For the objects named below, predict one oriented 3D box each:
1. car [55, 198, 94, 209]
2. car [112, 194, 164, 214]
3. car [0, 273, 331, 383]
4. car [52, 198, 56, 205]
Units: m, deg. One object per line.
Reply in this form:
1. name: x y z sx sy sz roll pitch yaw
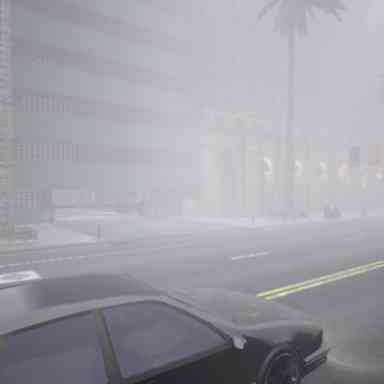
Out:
1. car: -17.245 1.750 49.455 4.718 1.301 1.895 0 0 -37
2. car: -5.528 1.215 35.119 5.566 2.045 2.435 0 0 -37
3. car: -0.943 1.567 3.147 5.357 1.411 2.033 0 0 -36
4. car: -23.841 1.764 59.007 4.786 1.482 2.161 0 0 -37
